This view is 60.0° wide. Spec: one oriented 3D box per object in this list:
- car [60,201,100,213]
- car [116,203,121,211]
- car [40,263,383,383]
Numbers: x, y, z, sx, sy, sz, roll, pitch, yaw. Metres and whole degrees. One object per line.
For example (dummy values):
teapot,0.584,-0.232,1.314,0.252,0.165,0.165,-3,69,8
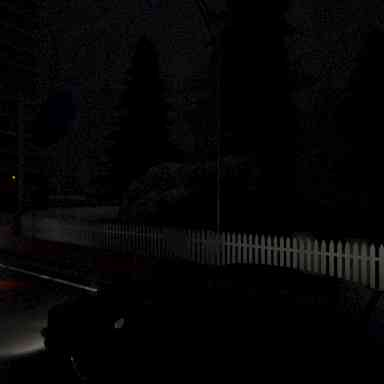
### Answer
car,-11.753,1.545,35.450,1.895,1.301,4.718,0,0,16
car,-7.454,1.470,39.183,1.812,1.442,4.674,0,0,11
car,0.622,1.547,3.550,5.357,1.411,2.033,0,0,36
